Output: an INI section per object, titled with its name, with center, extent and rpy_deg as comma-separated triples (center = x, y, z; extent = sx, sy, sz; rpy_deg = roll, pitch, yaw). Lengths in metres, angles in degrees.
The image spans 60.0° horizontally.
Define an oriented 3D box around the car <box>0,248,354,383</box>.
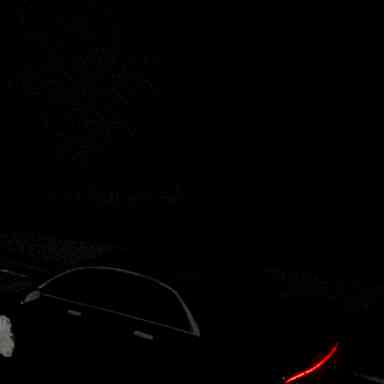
[car]
center = -0.691, 1.487, 4.176
extent = 4.892, 1.490, 1.837
rpy_deg = 0, 0, 35
